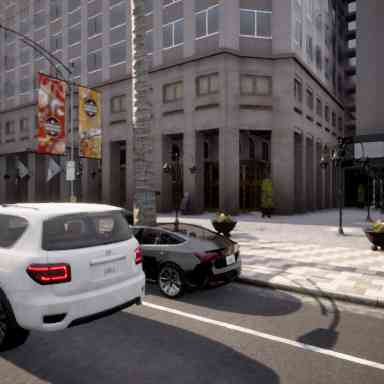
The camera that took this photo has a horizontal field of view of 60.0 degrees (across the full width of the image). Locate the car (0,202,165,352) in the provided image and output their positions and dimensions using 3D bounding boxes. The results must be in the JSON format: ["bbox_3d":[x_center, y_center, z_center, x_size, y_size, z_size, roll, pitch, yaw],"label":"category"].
[{"bbox_3d":[-3.397,1.222,6.415,5.566,2.045,2.150,0,0,35],"label":"car"}]

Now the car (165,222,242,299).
[{"bbox_3d":[-1.076,1.513,8.554,4.786,1.482,2.161,0,0,35],"label":"car"}]
